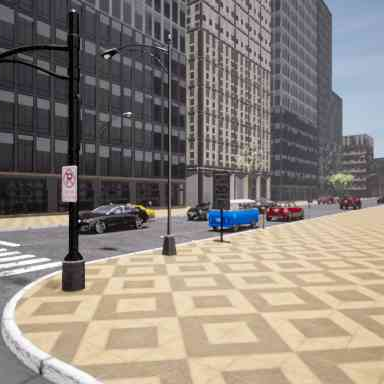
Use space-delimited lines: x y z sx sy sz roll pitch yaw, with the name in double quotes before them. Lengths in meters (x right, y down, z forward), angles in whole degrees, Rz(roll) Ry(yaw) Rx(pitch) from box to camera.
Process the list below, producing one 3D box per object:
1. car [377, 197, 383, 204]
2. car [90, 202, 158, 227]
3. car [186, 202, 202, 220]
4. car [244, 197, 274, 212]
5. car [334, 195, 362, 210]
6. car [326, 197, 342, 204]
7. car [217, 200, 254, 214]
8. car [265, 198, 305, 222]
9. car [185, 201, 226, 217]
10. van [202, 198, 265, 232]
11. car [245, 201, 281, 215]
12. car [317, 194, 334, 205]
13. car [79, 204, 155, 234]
"car" 38.243 1.658 66.497 1.947 1.339 4.313 0 0 38
"car" -4.749 1.540 24.001 1.752 1.417 4.829 0 0 38
"car" 1.485 1.528 27.819 1.837 1.490 4.892 0 0 38
"car" 8.184 1.471 40.512 1.967 1.590 4.097 0 0 38
"car" 21.225 1.368 44.493 2.192 1.841 5.009 0 0 38
"car" 28.607 1.625 66.918 2.008 1.369 4.403 0 0 38
"car" 4.781 1.571 36.111 1.887 1.381 4.507 0 0 38
"car" 7.610 1.472 26.888 1.967 1.590 4.097 0 0 38
"car" 1.377 1.604 31.710 1.802 1.307 4.206 0 0 38
"van" 2.632 1.368 20.270 1.690 1.788 3.998 0 0 38
"car" 7.768 1.632 35.921 1.895 1.301 4.718 0 0 38
"car" 25.204 1.381 62.518 2.192 1.841 5.009 0 0 38
"car" -4.765 1.508 19.741 2.128 1.511 4.902 0 0 38
